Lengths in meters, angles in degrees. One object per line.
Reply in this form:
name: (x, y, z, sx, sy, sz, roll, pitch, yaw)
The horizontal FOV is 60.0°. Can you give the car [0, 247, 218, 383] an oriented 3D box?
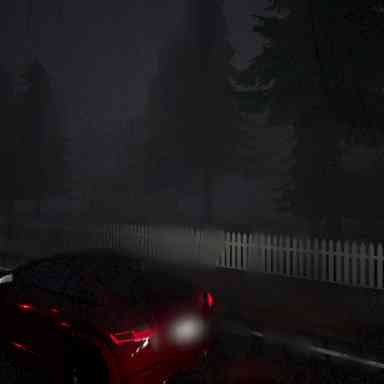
car: (-1.709, 1.564, 4.996, 4.181, 1.385, 1.994, 0, 0, 35)
